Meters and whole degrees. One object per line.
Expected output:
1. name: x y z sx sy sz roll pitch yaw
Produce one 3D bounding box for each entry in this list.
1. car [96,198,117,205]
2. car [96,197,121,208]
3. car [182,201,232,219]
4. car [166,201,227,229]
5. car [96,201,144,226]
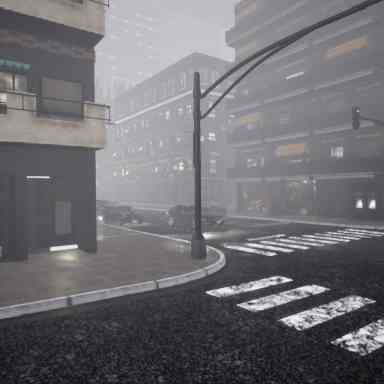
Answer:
1. car: -9.345 1.545 34.512 1.837 1.490 4.892 -1 1 -36
2. car: -11.915 1.520 47.249 1.887 1.381 4.507 -1 1 -36
3. car: 1.212 1.513 29.190 2.008 1.369 4.403 -1 1 -36
4. car: 0.130 1.534 21.470 1.837 1.490 4.892 -1 1 -36
5. car: -5.161 1.632 24.557 1.947 1.339 4.313 -1 1 -36
